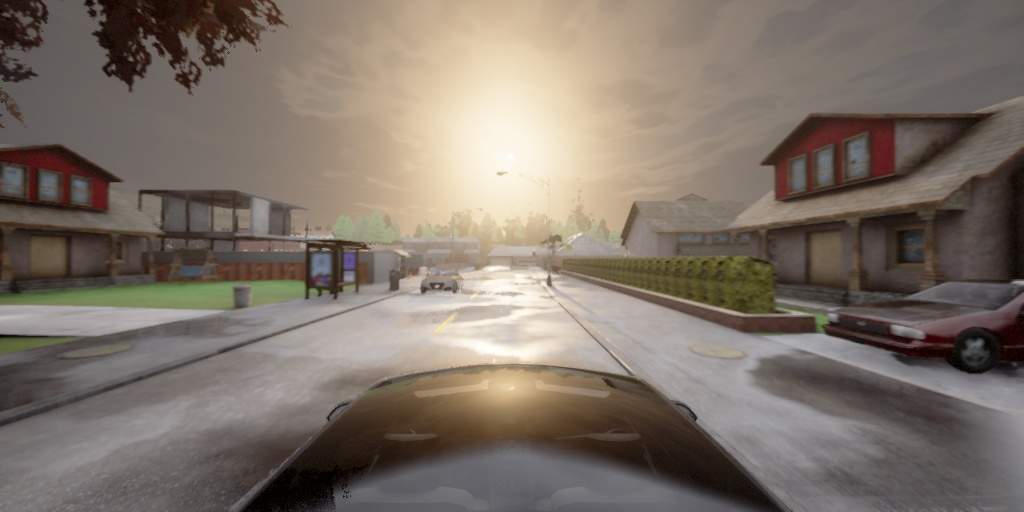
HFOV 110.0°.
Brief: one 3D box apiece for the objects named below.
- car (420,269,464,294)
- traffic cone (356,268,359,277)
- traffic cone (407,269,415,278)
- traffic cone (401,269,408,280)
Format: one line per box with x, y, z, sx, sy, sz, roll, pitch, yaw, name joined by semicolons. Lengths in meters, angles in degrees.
-3.990;1.432;21.026;1.994;1.385;4.181;0;0;0;car
-16.866;1.819;40.064;0.344;0.586;0.344;0;0;0;traffic cone
-9.655;1.797;34.134;0.344;0.586;0.344;0;0;0;traffic cone
-10.375;1.771;34.655;0.344;0.586;0.344;0;0;0;traffic cone
